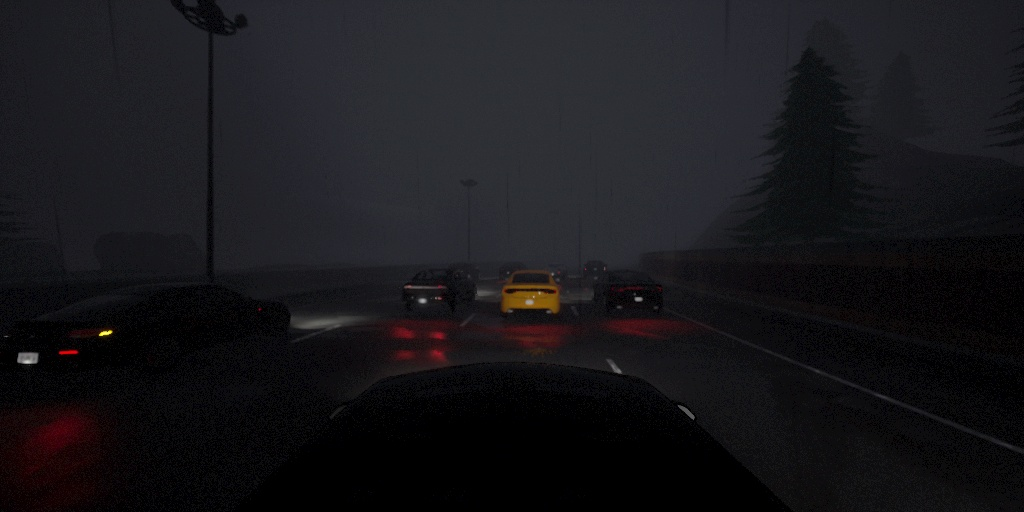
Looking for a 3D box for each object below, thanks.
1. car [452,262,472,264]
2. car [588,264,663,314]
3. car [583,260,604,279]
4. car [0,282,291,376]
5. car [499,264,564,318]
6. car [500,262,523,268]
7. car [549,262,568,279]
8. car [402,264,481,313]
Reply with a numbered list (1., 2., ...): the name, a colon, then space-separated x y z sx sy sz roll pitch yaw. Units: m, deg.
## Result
1. car: -3.946 1.260 29.210 1.837 1.490 4.892 0 0 11
2. car: 4.337 1.247 14.066 1.882 1.535 5.008 0 0 6
3. car: 7.593 1.142 32.611 2.097 1.767 4.553 0 0 13
4. car: -6.681 1.260 7.316 1.812 1.442 4.674 0 0 2
5. car: 0.740 1.237 13.172 1.882 1.535 5.008 0 0 5
6. car: 0.238 1.246 31.997 1.882 1.535 5.008 0 0 13
7. car: 4.015 1.305 32.760 1.812 1.442 4.674 0 0 13
8. car: -2.675 1.242 14.073 2.128 1.511 4.902 0 0 5
